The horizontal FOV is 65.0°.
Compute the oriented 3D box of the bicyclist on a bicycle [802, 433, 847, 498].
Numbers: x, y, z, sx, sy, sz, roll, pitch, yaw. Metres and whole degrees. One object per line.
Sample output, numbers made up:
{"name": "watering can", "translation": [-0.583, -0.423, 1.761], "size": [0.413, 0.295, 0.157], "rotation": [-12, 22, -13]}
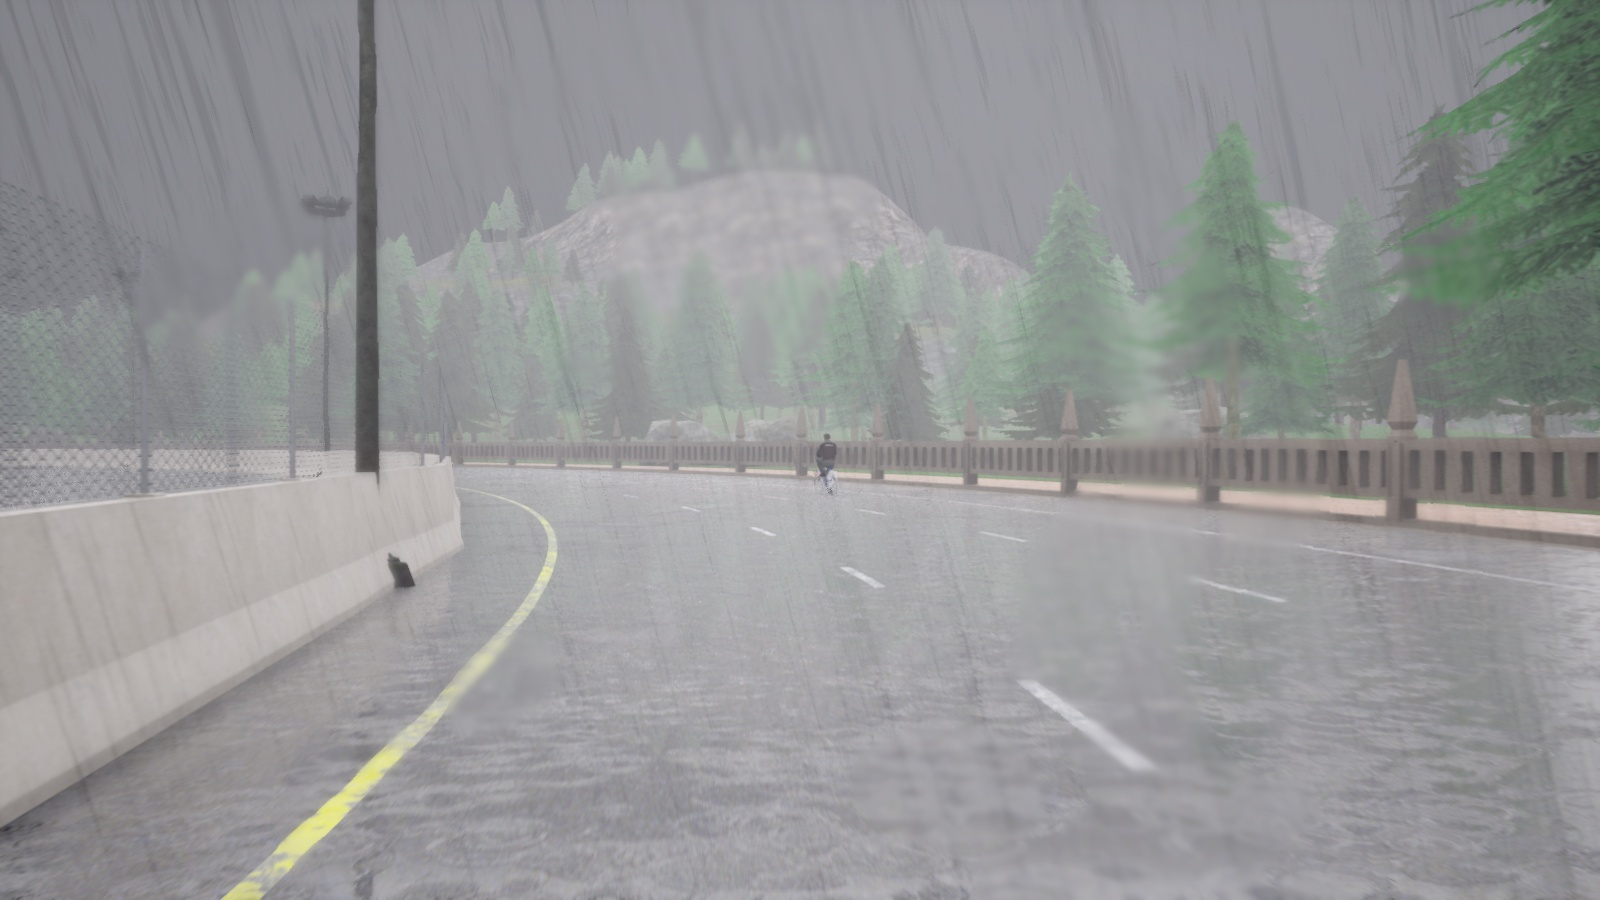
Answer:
{"name": "bicyclist on a bicycle", "translation": [0.675, 0.417, 35.501], "size": [0.659, 1.776, 1.843], "rotation": [-1, 1, -19]}
